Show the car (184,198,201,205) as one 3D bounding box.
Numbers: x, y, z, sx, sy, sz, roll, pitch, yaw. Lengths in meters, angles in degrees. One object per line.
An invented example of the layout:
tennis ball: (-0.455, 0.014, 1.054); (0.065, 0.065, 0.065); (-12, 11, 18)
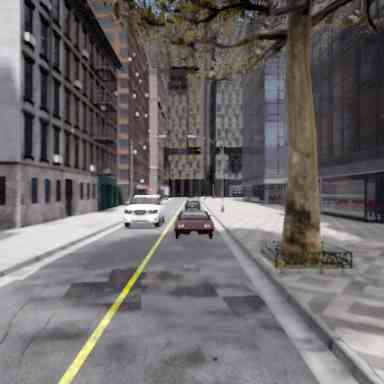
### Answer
car: (0.094, 1.435, 40.054); (2.128, 1.511, 4.902); (0, 0, 0)

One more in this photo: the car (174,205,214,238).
car: (0.097, 1.583, 17.468); (1.895, 1.301, 4.718); (0, 0, 0)

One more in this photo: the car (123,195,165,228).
car: (-3.029, 1.199, 22.199); (2.150, 2.045, 5.566); (0, 0, 0)
